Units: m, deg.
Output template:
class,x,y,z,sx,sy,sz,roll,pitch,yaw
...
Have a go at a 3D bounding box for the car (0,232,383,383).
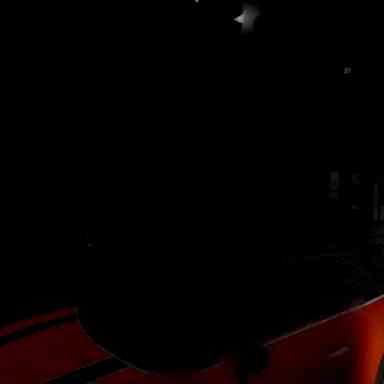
class,x,y,z,sx,sy,sz,roll,pitch,yaw
car,0.161,1.362,3.184,4.553,1.767,2.097,0,0,-35
